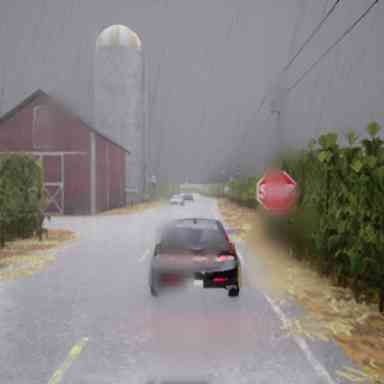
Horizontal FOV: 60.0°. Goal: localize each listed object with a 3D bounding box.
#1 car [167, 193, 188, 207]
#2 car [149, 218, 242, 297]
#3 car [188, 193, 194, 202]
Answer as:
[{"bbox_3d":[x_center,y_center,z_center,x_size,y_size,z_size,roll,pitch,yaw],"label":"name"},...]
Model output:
[{"bbox_3d":[-2.009,1.103,43.267,1.812,1.442,4.674,0,1,4],"label":"car"},{"bbox_3d":[0.078,1.409,8.372,2.128,1.511,4.902,0,1,1],"label":"car"},{"bbox_3d":[-0.712,0.959,60.290,2.033,1.411,5.357,0,1,4],"label":"car"}]
